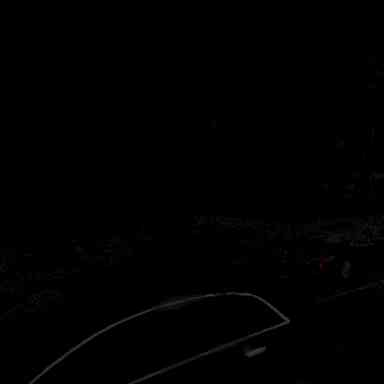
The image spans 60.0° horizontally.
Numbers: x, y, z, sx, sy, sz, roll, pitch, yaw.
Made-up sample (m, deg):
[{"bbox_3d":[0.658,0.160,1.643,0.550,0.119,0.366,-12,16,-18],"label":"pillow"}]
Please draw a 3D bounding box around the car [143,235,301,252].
[{"bbox_3d":[-0.064,1.595,6.602,4.313,1.339,1.947,1,-1,-35],"label":"car"}]

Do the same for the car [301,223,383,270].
[{"bbox_3d":[4.528,1.626,9.871,4.403,1.369,2.008,1,-1,-35],"label":"car"}]

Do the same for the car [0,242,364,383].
[{"bbox_3d":[-0.727,1.512,2.859,4.892,1.490,1.837,1,0,-35],"label":"car"}]
